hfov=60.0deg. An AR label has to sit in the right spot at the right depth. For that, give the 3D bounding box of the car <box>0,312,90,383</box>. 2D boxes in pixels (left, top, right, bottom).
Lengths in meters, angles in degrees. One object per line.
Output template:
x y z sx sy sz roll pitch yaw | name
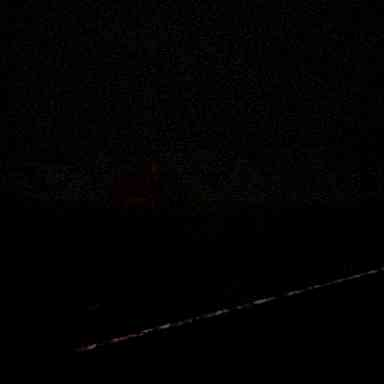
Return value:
-2.994 1.547 1.859 4.674 1.442 1.812 0 0 -35 | car
